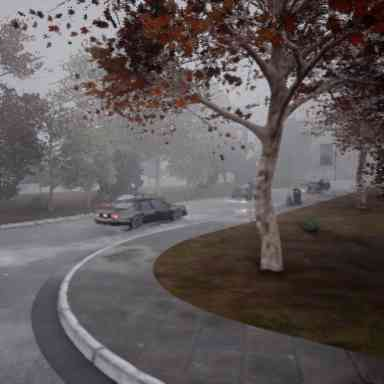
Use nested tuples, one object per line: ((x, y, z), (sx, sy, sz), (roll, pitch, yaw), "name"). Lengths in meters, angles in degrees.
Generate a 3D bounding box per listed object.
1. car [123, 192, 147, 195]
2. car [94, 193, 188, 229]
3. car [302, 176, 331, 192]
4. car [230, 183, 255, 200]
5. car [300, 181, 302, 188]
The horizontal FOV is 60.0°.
((-3.821, 0.793, 21.475), (1.882, 1.535, 5.008), (1, 4, 37), "car")
((-2.566, 1.036, 17.809), (2.033, 1.411, 5.357), (1, 4, 39), "car")
((16.047, -0.853, 42.030), (2.128, 1.511, 4.902), (1, 4, 37), "car")
((5.735, -0.106, 34.120), (1.837, 1.490, 4.892), (1, 4, 37), "car")
((17.944, -1.537, 50.081), (2.097, 1.767, 4.553), (1, 5, 37), "car")
